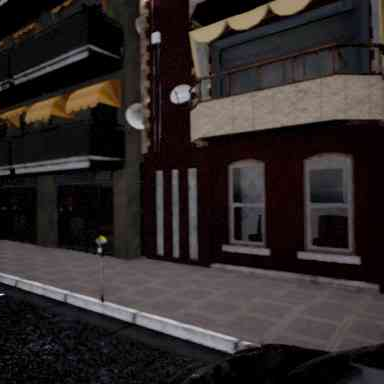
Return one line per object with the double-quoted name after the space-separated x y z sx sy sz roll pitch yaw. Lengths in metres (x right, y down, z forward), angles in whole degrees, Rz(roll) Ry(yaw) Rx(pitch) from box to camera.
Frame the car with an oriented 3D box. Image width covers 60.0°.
1.665 1.562 1.696 4.313 1.339 1.947 -1 -1 35 "car"
